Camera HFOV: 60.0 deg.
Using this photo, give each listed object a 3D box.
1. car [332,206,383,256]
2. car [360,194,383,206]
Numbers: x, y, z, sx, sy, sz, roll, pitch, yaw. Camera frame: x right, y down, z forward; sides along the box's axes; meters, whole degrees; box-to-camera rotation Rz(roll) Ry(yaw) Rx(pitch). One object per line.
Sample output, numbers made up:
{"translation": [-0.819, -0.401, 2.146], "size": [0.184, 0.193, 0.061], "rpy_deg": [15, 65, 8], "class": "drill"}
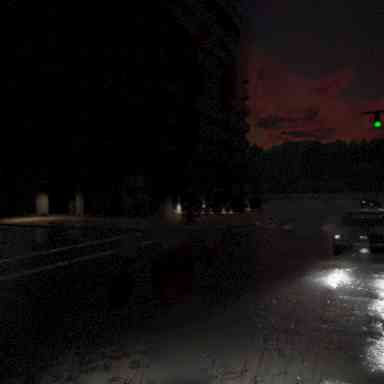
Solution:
{"translation": [6.172, 1.407, 11.903], "size": [1.895, 1.301, 4.718], "rpy_deg": [-2, 0, 28], "class": "car"}
{"translation": [18.705, 0.914, 34.774], "size": [1.812, 1.442, 4.674], "rpy_deg": [-1, 0, 27], "class": "car"}
